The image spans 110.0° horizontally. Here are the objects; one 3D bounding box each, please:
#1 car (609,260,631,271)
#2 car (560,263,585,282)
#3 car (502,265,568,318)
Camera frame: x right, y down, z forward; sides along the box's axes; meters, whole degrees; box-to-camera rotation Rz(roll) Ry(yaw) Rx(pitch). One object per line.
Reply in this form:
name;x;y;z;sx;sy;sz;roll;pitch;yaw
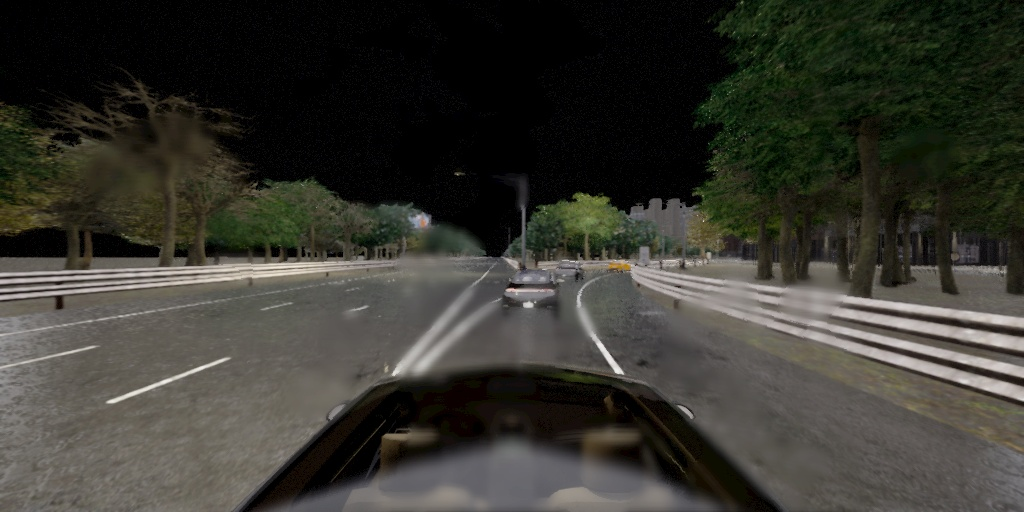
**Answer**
car;14.957;1.308;49.501;1.882;1.535;5.008;0;0;34
car;4.767;1.283;29.233;2.128;1.511;4.902;0;0;19
car;0.862;1.251;13.070;2.128;1.511;4.902;0;0;8
